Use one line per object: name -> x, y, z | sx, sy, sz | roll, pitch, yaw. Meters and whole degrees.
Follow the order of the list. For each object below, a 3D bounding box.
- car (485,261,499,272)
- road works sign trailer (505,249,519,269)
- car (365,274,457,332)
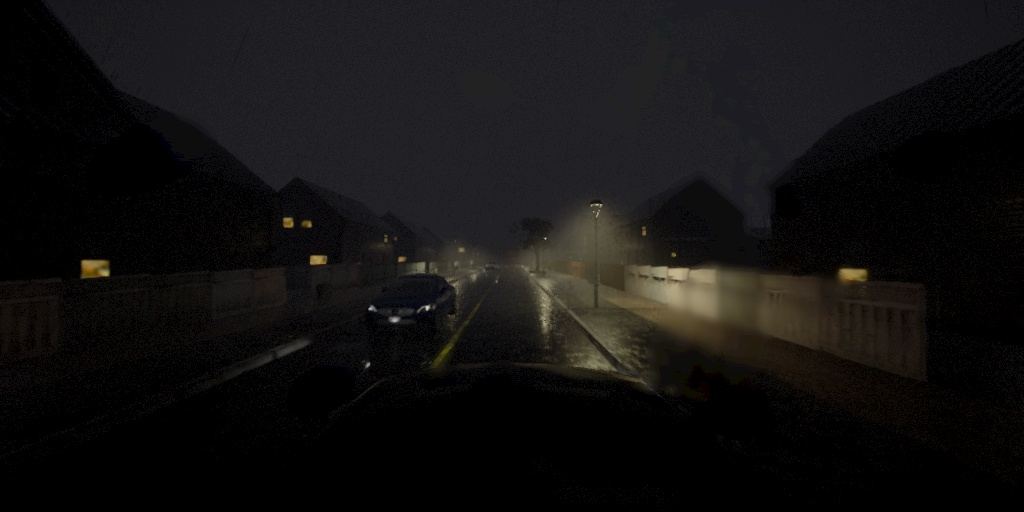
car -> -2.843, 1.507, 51.942 | 1.812, 1.442, 4.674 | 0, 0, 0
road works sign trailer -> -0.027, 0.533, 62.590 | 2.380, 3.560, 2.880 | 0, 0, 0
car -> -2.848, 1.289, 11.048 | 1.812, 1.442, 4.674 | 0, 0, 0
